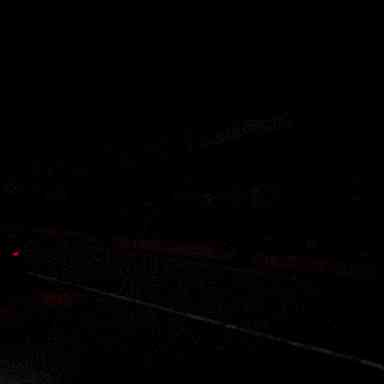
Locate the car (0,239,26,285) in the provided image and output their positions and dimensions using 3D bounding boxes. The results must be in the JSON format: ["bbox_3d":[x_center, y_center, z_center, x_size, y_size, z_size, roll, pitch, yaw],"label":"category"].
[{"bbox_3d":[-6.009,1.564,8.278,4.181,1.385,1.994,0,0,36],"label":"car"}]
